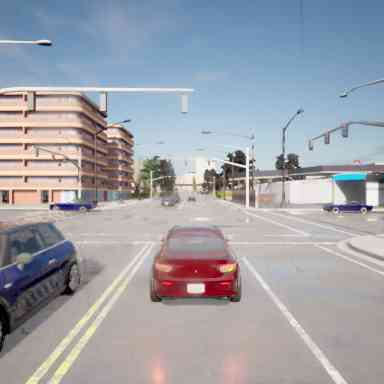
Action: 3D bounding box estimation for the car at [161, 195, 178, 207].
[{"bbox_3d":[-3.634,1.492,50.261,2.128,1.511,4.902,0,0,0],"label":"car"}]

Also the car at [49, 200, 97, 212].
[{"bbox_3d":[-13.010,1.546,36.417,4.718,1.301,1.895,0,0,0],"label":"car"}]

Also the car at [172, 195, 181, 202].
[{"bbox_3d":[-3.559,1.500,77.656,1.837,1.490,4.892,0,0,0],"label":"car"}]

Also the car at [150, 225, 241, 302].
[{"bbox_3d":[0.076,1.526,8.154,1.812,1.442,4.674,0,0,0],"label":"car"}]

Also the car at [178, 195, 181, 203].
[{"bbox_3d":[-3.577,1.492,66.464,2.128,1.511,4.902,0,0,0],"label":"car"}]

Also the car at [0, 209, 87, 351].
[{"bbox_3d":[-3.604,1.352,5.662,2.097,1.767,4.553,0,0,0],"label":"car"}]

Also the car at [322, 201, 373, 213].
[{"bbox_3d":[16.508,1.601,35.464,4.718,1.301,1.895,0,0,1],"label":"car"}]

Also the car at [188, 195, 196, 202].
[{"bbox_3d":[-0.061,1.540,79.819,2.033,1.411,5.357,0,0,0],"label":"car"}]
